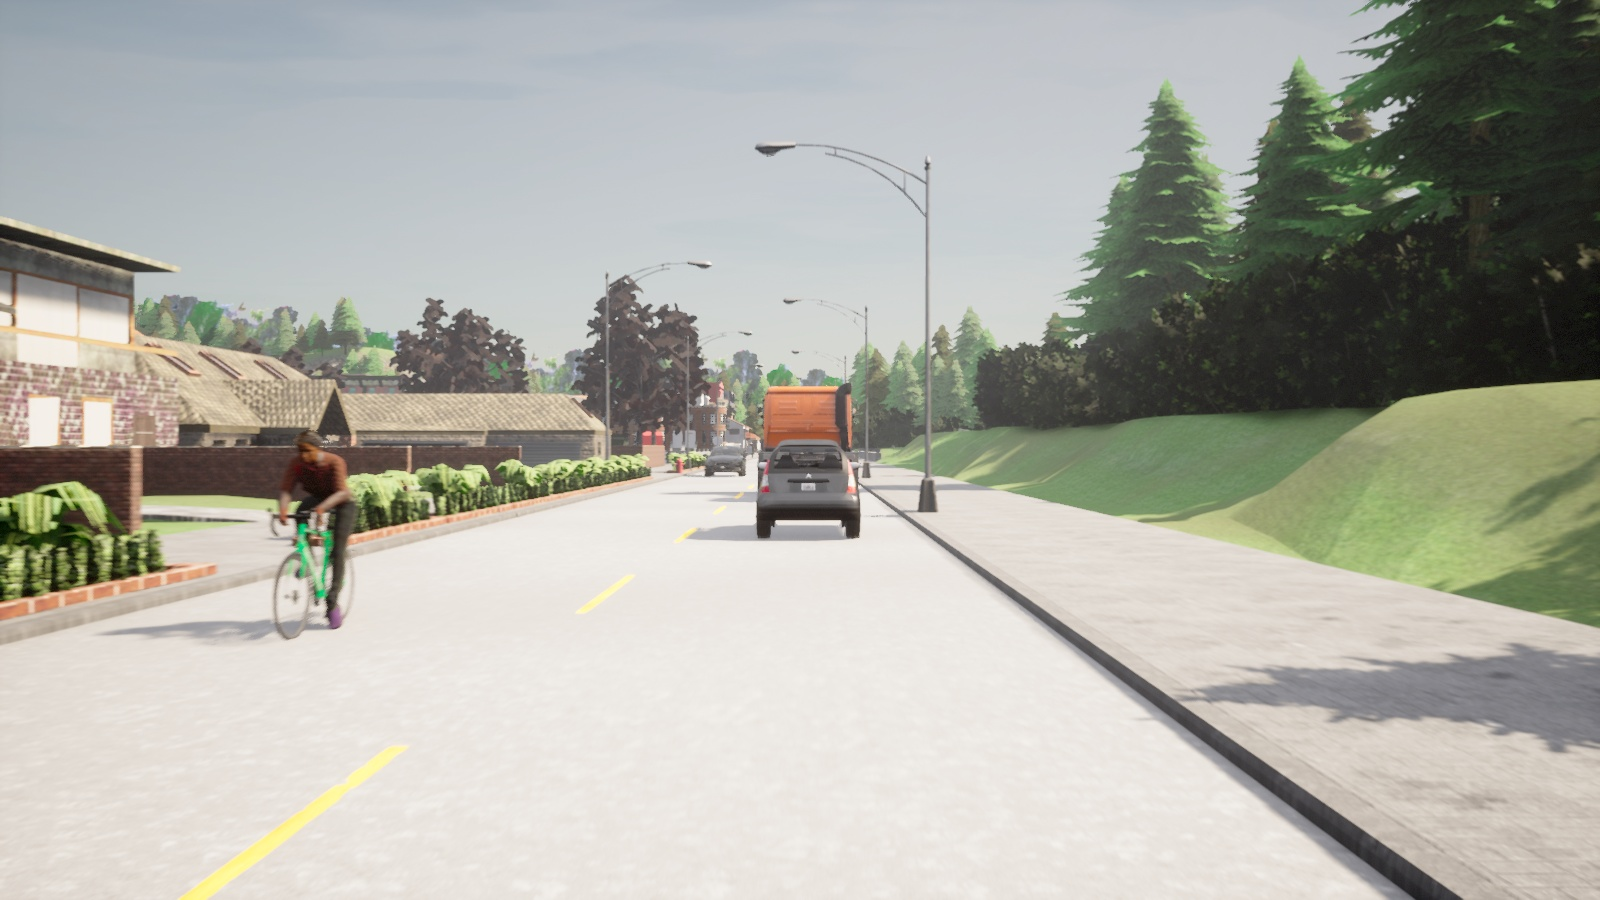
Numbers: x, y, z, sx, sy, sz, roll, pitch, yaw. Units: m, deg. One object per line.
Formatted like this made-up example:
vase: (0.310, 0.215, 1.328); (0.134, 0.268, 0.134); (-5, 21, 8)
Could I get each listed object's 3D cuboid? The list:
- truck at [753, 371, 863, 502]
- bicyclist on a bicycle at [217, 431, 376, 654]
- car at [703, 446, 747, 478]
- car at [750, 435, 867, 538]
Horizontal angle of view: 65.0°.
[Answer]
truck: (0.229, -0.360, 37.125); (2.891, 3.462, 7.936); (0, 0, 0)
bicyclist on a bicycle: (-3.928, 0.663, 9.927); (0.582, 1.620, 1.656); (0, 0, 0)
car: (-3.642, 0.541, 61.397); (1.837, 1.490, 4.892); (0, 0, 0)
car: (0.141, 0.571, 21.805); (1.851, 1.617, 3.988); (0, 0, 0)
